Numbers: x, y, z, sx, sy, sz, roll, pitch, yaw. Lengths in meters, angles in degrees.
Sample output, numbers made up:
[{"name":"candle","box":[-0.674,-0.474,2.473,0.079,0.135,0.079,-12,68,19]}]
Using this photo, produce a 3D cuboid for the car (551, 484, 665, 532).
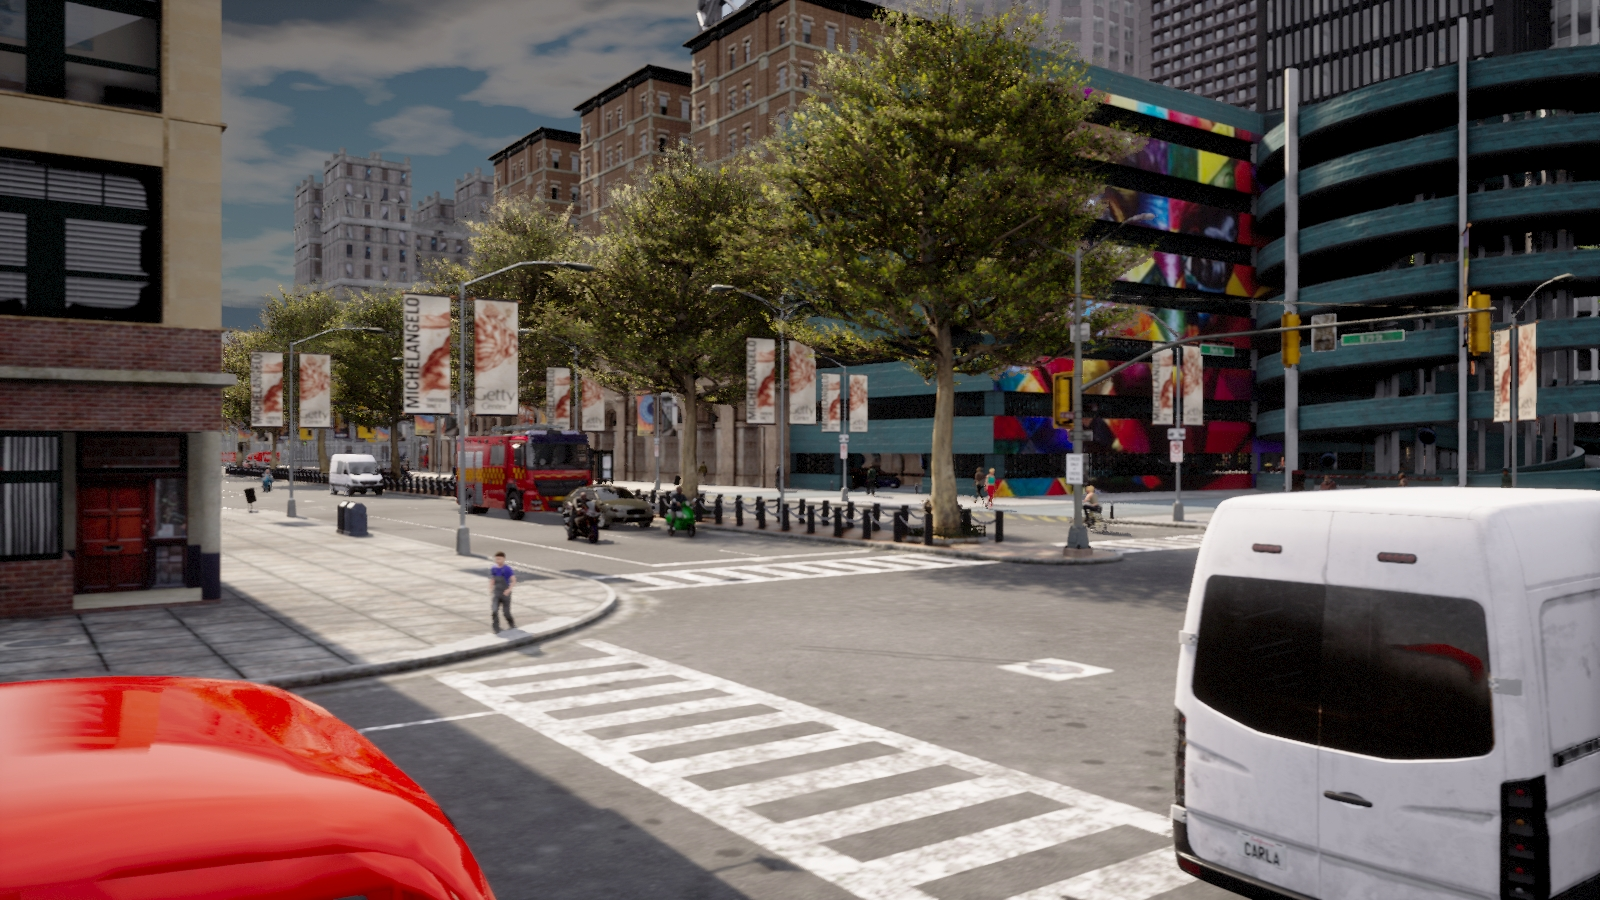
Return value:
[{"name":"car","box":[-7.077,2.052,41.724,2.231,1.480,4.892,0,0,-35]}]

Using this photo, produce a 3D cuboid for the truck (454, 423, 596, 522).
[{"name":"truck","box":[-11.818,0.882,48.420,2.891,3.827,8.468,0,0,-35]}]

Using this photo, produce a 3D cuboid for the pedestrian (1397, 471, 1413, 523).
[{"name":"pedestrian","box":[21.690,1.680,40.962,0.375,1.860,0.375,0,0,-35]}]

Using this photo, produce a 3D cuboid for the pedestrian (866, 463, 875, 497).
[{"name":"pedestrian","box":[3.920,1.678,63.472,0.375,1.860,0.375,0,0,-32]}]

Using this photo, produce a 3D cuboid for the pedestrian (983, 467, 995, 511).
[{"name":"pedestrian","box":[8.205,1.681,49.545,0.375,1.860,0.375,0,0,-31]}]

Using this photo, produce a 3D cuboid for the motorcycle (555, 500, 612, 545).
[{"name":"motorcycle","box":[-6.672,2.198,35.099,0.867,1.251,2.209,0,0,-35]}]

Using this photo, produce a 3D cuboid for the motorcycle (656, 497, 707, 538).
[{"name":"motorcycle","box":[-3.869,2.173,37.173,0.856,1.236,1.805,0,0,-35]}]

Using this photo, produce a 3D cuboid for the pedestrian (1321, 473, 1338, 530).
[{"name":"pedestrian","box":[17.451,1.680,37.661,0.375,1.860,0.375,0,0,-36]}]

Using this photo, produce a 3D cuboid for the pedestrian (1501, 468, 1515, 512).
[{"name":"pedestrian","box":[29.755,1.672,48.019,0.375,1.860,0.375,0,0,-31]}]

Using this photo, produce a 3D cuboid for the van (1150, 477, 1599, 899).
[{"name":"van","box":[4.992,1.530,7.624,5.915,2.561,1.988,0,0,-37]}]

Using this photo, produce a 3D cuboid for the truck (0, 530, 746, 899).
[{"name":"truck","box":[-2.974,1.584,1.712,5.204,2.467,2.627,-1,1,-35]}]

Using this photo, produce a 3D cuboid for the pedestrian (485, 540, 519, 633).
[{"name":"pedestrian","box":[-4.306,1.974,16.537,0.375,1.300,0.375,0,0,3]}]

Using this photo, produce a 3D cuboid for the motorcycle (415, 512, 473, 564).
[{"name":"motorcycle","box":[-9.051,2.208,28.997,0.803,1.145,2.033,0,0,-35]}]

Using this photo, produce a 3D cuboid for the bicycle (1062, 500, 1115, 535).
[{"name":"bicycle","box":[9.624,2.242,38.153,0.859,1.080,1.487,1,0,-37]}]

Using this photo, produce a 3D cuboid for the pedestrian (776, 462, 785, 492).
[{"name":"pedestrian","box":[-1.220,1.678,71.721,0.375,1.860,0.375,0,0,-31]}]

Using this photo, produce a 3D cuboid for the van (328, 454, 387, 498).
[{"name":"van","box":[-27.306,1.526,70.351,1.988,2.561,5.915,0,0,-35]}]

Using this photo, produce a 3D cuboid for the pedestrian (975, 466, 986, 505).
[{"name":"pedestrian","box":[8.671,1.679,54.906,0.375,1.860,0.375,0,0,-26]}]
